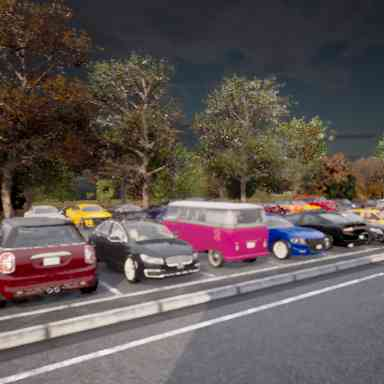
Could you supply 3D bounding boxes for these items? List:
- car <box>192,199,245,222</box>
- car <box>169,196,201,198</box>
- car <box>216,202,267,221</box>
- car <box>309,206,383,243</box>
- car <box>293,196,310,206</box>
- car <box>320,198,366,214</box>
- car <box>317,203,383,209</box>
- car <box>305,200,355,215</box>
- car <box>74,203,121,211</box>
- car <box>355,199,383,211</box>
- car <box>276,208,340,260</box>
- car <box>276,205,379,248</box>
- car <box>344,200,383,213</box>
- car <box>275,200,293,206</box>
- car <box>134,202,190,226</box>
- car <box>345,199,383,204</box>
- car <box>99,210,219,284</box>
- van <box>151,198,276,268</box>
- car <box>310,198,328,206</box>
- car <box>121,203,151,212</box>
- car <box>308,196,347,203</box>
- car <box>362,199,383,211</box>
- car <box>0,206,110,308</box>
[{"bbox_3d":[2.171,1.503,28.773,2.185,1.767,4.553,0,0,-35],"label":"car"},{"bbox_3d":[-0.106,1.363,27.173,2.435,2.045,5.566,0,0,-35],"label":"car"},{"bbox_3d":[4.428,1.684,30.404,2.002,1.452,4.674,0,0,-35],"label":"car"},{"bbox_3d":[7.428,1.656,16.519,2.002,1.452,4.674,0,0,-35],"label":"car"},{"bbox_3d":[9.002,1.547,33.583,2.185,1.767,4.553,0,0,-35],"label":"car"},{"bbox_3d":[18.074,1.599,40.050,2.185,1.767,4.553,0,0,-35],"label":"car"},{"bbox_3d":[9.812,1.628,17.967,1.946,1.575,5.366,0,0,-35],"label":"car"},{"bbox_3d":[15.811,1.714,38.425,2.231,1.521,4.892,0,0,-35],"label":"car"},{"bbox_3d":[-6.958,1.564,22.388,2.097,1.535,5.008,0,0,-35],"label":"car"},{"bbox_3d":[24.920,1.759,44.839,2.097,1.535,5.008,0,0,-35],"label":"car"},{"bbox_3d":[2.875,1.582,13.315,2.097,1.535,5.008,0,0,-35],"label":"car"},{"bbox_3d":[5.157,1.599,14.909,2.097,1.535,5.008,0,0,-35],"label":"car"},{"bbox_3d":[22.662,1.777,43.206,2.163,1.488,4.792,0,0,-35],"label":"car"},{"bbox_3d":[6.710,1.659,32.001,2.097,1.535,5.008,0,0,-35],"label":"car"},{"bbox_3d":[-2.419,1.627,25.613,2.163,1.488,4.792,0,0,-35],"label":"car"},{"bbox_3d":[11.999,1.520,19.696,2.185,1.767,4.553,0,0,-35],"label":"car"},{"bbox_3d":[-1.677,1.550,10.111,2.231,1.521,4.892,0,0,-35],"label":"car"},{"bbox_3d":[0.536,1.340,11.805,1.878,1.987,4.442,0,0,-35],"label":"van"},{"bbox_3d":[11.257,1.686,35.216,2.097,1.535,5.008,0,0,-35],"label":"car"},{"bbox_3d":[-4.681,1.582,23.993,2.231,1.521,4.892,0,0,-35],"label":"car"},{"bbox_3d":[13.555,1.448,36.795,2.435,2.045,5.566,0,0,-35],"label":"car"},{"bbox_3d":[26.991,1.767,46.518,1.946,1.575,5.366,0,0,-35],"label":"car"},{"bbox_3d":[-4.032,1.405,8.406,2.185,1.767,4.553,0,0,-35],"label":"car"}]
